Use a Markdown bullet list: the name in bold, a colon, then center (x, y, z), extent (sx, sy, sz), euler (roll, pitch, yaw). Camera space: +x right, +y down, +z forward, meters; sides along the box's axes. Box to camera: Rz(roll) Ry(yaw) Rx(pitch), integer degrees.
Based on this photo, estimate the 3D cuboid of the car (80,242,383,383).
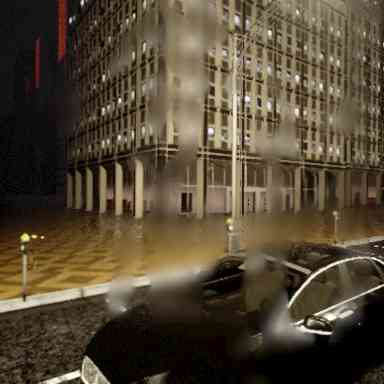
- **car**: center (1.139, 1.483, 4.191), extent (4.892, 1.490, 1.837), euler (-1, 0, -36)
